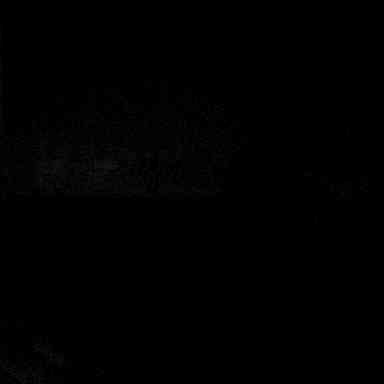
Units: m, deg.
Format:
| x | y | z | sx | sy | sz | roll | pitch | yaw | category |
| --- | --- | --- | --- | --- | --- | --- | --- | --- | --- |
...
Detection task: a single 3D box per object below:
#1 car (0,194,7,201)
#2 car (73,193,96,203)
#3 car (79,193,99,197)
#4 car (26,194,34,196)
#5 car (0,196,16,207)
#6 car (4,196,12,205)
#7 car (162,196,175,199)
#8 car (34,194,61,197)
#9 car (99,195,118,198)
| x | y | z | sx | sy | sz | roll | pitch | yaw | category |
| --- | --- | --- | --- | --- | --- | --- | --- | --- | --- |
| -43.756 | 1.264 | 73.730 | 2.007 | 1.523 | 4.514 | 0 | 0 | 38 | car |
| -21.188 | 1.121 | 65.465 | 1.905 | 1.878 | 3.866 | 0 | 0 | 38 | car |
| -18.644 | 1.149 | 64.002 | 1.932 | 1.855 | 4.605 | 0 | 0 | 38 | car |
| -36.531 | 1.235 | 77.033 | 1.970 | 1.475 | 3.806 | 0 | 0 | 38 | car |
| -27.214 | 1.302 | 47.159 | 1.845 | 1.501 | 3.633 | 0 | 0 | 38 | car |
| -20.094 | 1.321 | 31.931 | 2.007 | 1.523 | 4.514 | 0 | 0 | 38 | car |
| -4.082 | 1.463 | 52.458 | 1.845 | 1.501 | 3.633 | 0 | 0 | 38 | car |
| -31.273 | 1.171 | 73.339 | 2.152 | 1.636 | 5.027 | 0 | 0 | 38 | car |
| -10.997 | 1.437 | 48.442 | 1.970 | 1.475 | 3.806 | 0 | 0 | 38 | car |
